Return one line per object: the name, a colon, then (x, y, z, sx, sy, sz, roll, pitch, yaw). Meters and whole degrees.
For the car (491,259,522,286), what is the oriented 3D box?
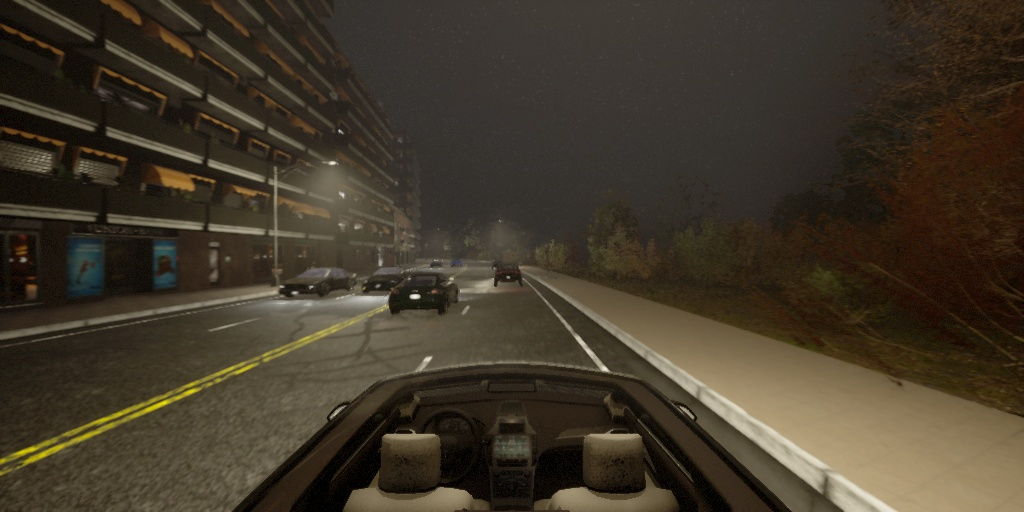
car: (-0.319, 1.227, 25.609, 1.882, 1.535, 5.008, 0, 0, -2)

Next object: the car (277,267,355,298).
car: (-10.073, 1.324, 19.194, 2.033, 1.411, 5.357, 0, 0, -1)

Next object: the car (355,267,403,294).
car: (-6.855, 1.332, 20.199, 1.994, 1.385, 4.181, 0, 0, -1)

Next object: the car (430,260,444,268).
car: (-12.690, 1.367, 60.606, 1.895, 1.301, 4.718, 0, 0, -6)

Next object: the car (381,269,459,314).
car: (-3.262, 1.324, 13.927, 1.994, 1.385, 4.181, 0, 0, -1)

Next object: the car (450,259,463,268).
car: (-9.554, 1.233, 61.798, 1.882, 1.535, 5.008, 0, 0, -6)
